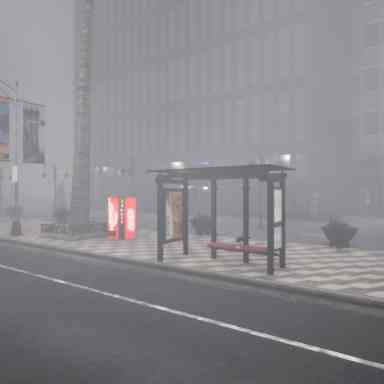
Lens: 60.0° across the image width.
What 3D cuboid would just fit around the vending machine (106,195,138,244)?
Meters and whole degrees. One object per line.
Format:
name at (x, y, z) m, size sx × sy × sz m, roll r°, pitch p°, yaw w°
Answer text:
vending machine at (-3.178, 1.194, 15.172) m, size 0.880 × 2.100 × 1.100 m, roll 0°, pitch 0°, yaw 35°
